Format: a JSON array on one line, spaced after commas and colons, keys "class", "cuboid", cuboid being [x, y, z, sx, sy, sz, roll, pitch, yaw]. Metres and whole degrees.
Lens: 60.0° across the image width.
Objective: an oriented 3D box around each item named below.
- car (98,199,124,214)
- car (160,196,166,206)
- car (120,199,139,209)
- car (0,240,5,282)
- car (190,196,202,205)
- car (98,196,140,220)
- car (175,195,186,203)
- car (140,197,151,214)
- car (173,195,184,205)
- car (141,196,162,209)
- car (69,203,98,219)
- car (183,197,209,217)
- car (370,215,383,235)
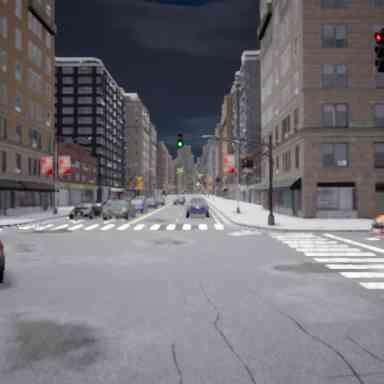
[{"class": "car", "cuboid": [-9.303, 1.617, 38.627, 1.837, 1.490, 4.892, 0, 0, 1]}, {"class": "car", "cuboid": [-5.742, 1.472, 57.416, 2.097, 1.767, 4.553, 0, 0, 1]}, {"class": "car", "cuboid": [-9.104, 1.726, 48.673, 1.895, 1.301, 4.718, 0, 0, 1]}, {"class": "car", "cuboid": [-6.430, 1.355, 9.024, 2.097, 1.767, 4.553, 0, -1, -34]}, {"class": "car", "cuboid": [0.812, 1.584, 61.289, 2.128, 1.511, 4.902, 0, 0, 1]}, {"class": "car", "cuboid": [-6.206, 1.435, 28.718, 2.097, 1.767, 4.553, 0, 0, 1]}, {"class": "car", "cuboid": [-2.327, 1.469, 70.289, 2.128, 1.511, 4.902, 0, 0, 1]}, {"class": "car", "cuboid": [-6.084, 1.620, 37.294, 1.812, 1.442, 4.674, 0, 0, 1]}, {"class": "car", "cuboid": [-2.453, 1.707, 60.317, 1.895, 1.301, 4.718, 0, 0, 1]}, {"class": "car", "cuboid": [-5.871, 1.672, 47.299, 1.994, 1.385, 4.181, 0, 0, 1]}, {"class": "car", "cuboid": [-9.441, 1.664, 29.808, 1.994, 1.385, 4.181, 0, 0, 1]}, {"class": "car", "cuboid": [0.533, 1.407, 32.160, 2.097, 1.767, 4.553, 0, 0, 1]}, {"class": "car", "cuboid": [11.699, 1.437, 17.057, 4.553, 1.767, 2.097, 0, -1, 1]}]
